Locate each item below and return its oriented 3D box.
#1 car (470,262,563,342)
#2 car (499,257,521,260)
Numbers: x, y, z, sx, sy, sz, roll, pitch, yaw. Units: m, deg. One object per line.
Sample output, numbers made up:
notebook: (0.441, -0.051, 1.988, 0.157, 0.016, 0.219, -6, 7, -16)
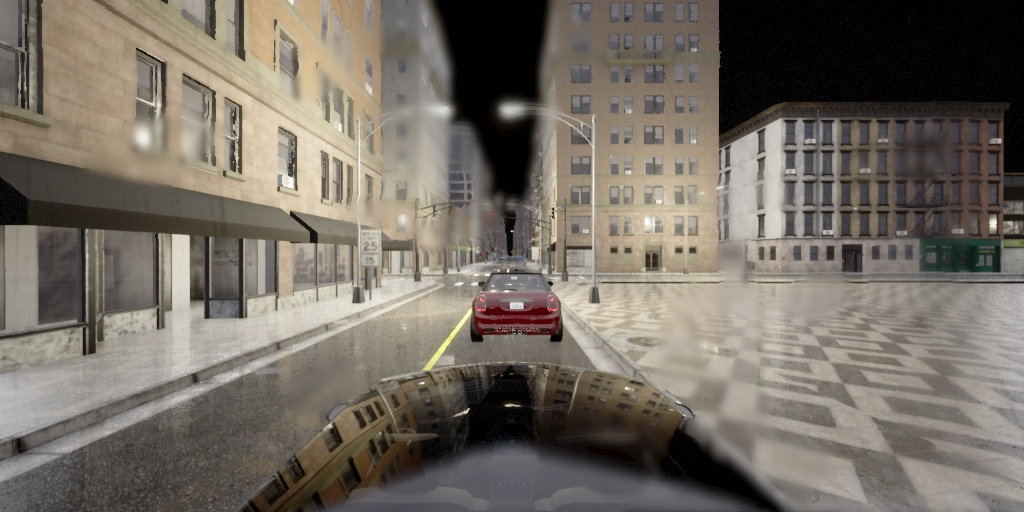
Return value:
car: (0.106, 1.101, 9.932, 2.097, 1.767, 4.553, 0, 0, 0)
car: (0.057, 1.100, 19.748, 2.097, 1.767, 4.553, 0, 0, -1)
